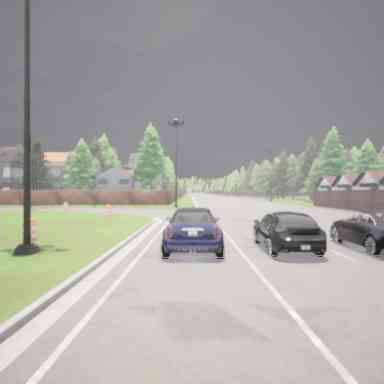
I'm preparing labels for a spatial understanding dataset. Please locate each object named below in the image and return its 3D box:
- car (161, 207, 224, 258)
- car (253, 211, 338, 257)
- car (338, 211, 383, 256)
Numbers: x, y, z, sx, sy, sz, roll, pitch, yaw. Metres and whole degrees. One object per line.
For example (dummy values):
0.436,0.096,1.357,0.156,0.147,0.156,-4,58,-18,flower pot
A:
0.042,1.351,12.845,2.097,1.767,4.553,0,0,0,car
3.619,1.505,12.986,1.837,1.490,4.892,0,0,0,car
7.119,1.491,12.980,2.128,1.511,4.902,0,0,0,car
